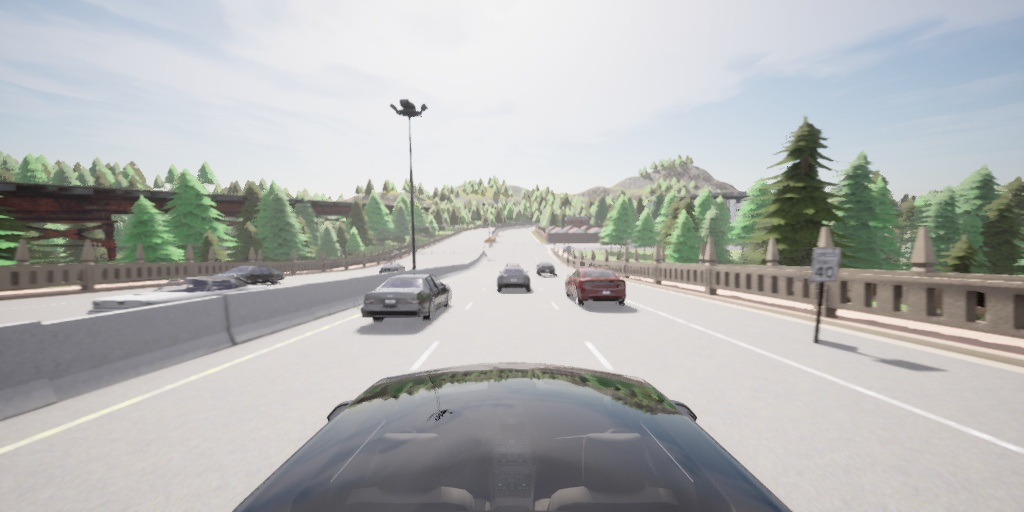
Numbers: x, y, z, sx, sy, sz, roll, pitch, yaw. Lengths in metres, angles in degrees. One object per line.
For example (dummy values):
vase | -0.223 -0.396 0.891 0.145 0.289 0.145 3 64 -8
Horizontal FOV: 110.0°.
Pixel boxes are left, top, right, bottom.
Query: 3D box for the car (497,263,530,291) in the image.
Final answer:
car | 0.106 1.360 22.444 1.994 1.385 4.181 0 0 0

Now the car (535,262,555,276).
car | 3.610 1.356 38.952 1.812 1.442 4.674 0 0 0

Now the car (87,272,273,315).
car | -10.574 1.377 11.906 1.895 1.301 4.718 0 0 0

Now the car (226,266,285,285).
car | -17.523 1.349 23.865 2.033 1.411 5.357 0 0 1

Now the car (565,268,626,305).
car | 3.604 1.261 16.177 1.882 1.535 5.008 0 0 0

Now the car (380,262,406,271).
car | -13.993 1.403 42.279 1.994 1.385 4.181 0 0 0

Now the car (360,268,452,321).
car | -3.397 1.324 12.518 2.033 1.411 5.357 0 0 0
